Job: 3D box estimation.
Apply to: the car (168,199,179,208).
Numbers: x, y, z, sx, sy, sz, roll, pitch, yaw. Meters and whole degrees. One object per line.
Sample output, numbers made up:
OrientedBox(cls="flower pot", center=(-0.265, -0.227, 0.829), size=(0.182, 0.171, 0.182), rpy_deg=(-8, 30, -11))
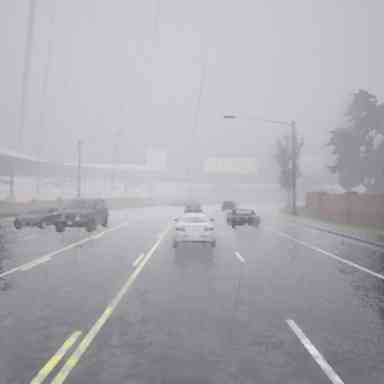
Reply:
OrientedBox(cls="car", center=(-2.858, 2.089, 64.670), size=(2.097, 1.767, 4.553), rpy_deg=(-1, -1, 29))

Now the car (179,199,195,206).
OrientedBox(cls="car", center=(-0.146, 2.239, 62.238), size=(1.994, 1.385, 4.181), rpy_deg=(-1, -1, 28))

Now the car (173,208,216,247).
OrientedBox(cls="car", center=(0.108, 1.708, 15.843), size=(1.812, 1.442, 4.674), rpy_deg=(0, -1, 0))

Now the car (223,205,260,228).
OrientedBox(cls="car", center=(3.612, 1.875, 24.262), size=(1.895, 1.301, 4.718), rpy_deg=(0, -1, 0))

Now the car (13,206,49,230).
OrientedBox(cls="car", center=(-10.567, 1.766, 23.319), size=(1.837, 1.490, 4.892), rpy_deg=(0, -1, 0))

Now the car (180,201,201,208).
OrientedBox(cls="car", center=(0.135, 1.917, 33.138), size=(2.033, 1.411, 5.357), rpy_deg=(0, -1, 1))

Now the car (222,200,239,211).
OrientedBox(cls="car", center=(5.597, 1.982, 48.136), size=(1.837, 1.490, 4.892), rpy_deg=(-2, -1, 16))

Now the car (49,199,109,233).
OrientedBox(cls="car", center=(-7.082, 1.469, 22.051), size=(2.150, 2.045, 5.566), rpy_deg=(0, -1, 0))
